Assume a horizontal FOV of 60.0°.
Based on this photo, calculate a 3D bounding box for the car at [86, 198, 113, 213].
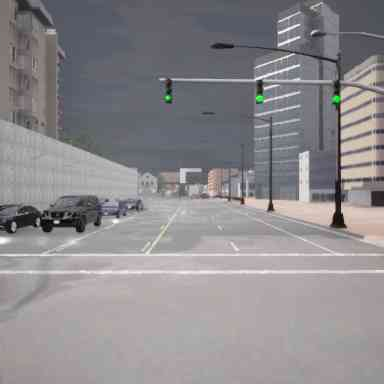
[{"bbox_3d":[-10.605,1.502,38.470,1.837,1.490,4.892,0,0,0],"label":"car"}]

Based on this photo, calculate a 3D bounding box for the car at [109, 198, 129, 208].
[{"bbox_3d":[-10.570,1.597,48.530,1.895,1.301,4.718,0,0,0],"label":"car"}]

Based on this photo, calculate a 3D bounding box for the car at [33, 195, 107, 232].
[{"bbox_3d":[-7.102,1.220,20.216,2.150,2.045,5.566,0,0,0],"label":"car"}]

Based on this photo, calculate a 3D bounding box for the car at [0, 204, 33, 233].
[{"bbox_3d":[-10.606,1.503,19.585,1.837,1.490,4.892,0,0,0],"label":"car"}]

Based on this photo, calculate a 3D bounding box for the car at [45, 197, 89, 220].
[{"bbox_3d":[-10.608,1.350,28.652,2.097,1.767,4.553,0,0,0],"label":"car"}]

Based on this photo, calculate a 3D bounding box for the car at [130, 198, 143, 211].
[{"bbox_3d":[-7.102,1.488,40.199,2.128,1.511,4.902,0,0,0],"label":"car"}]

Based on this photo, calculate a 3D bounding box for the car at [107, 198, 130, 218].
[{"bbox_3d":[-7.107,1.523,29.856,1.812,1.442,4.674,0,0,0],"label":"car"}]
